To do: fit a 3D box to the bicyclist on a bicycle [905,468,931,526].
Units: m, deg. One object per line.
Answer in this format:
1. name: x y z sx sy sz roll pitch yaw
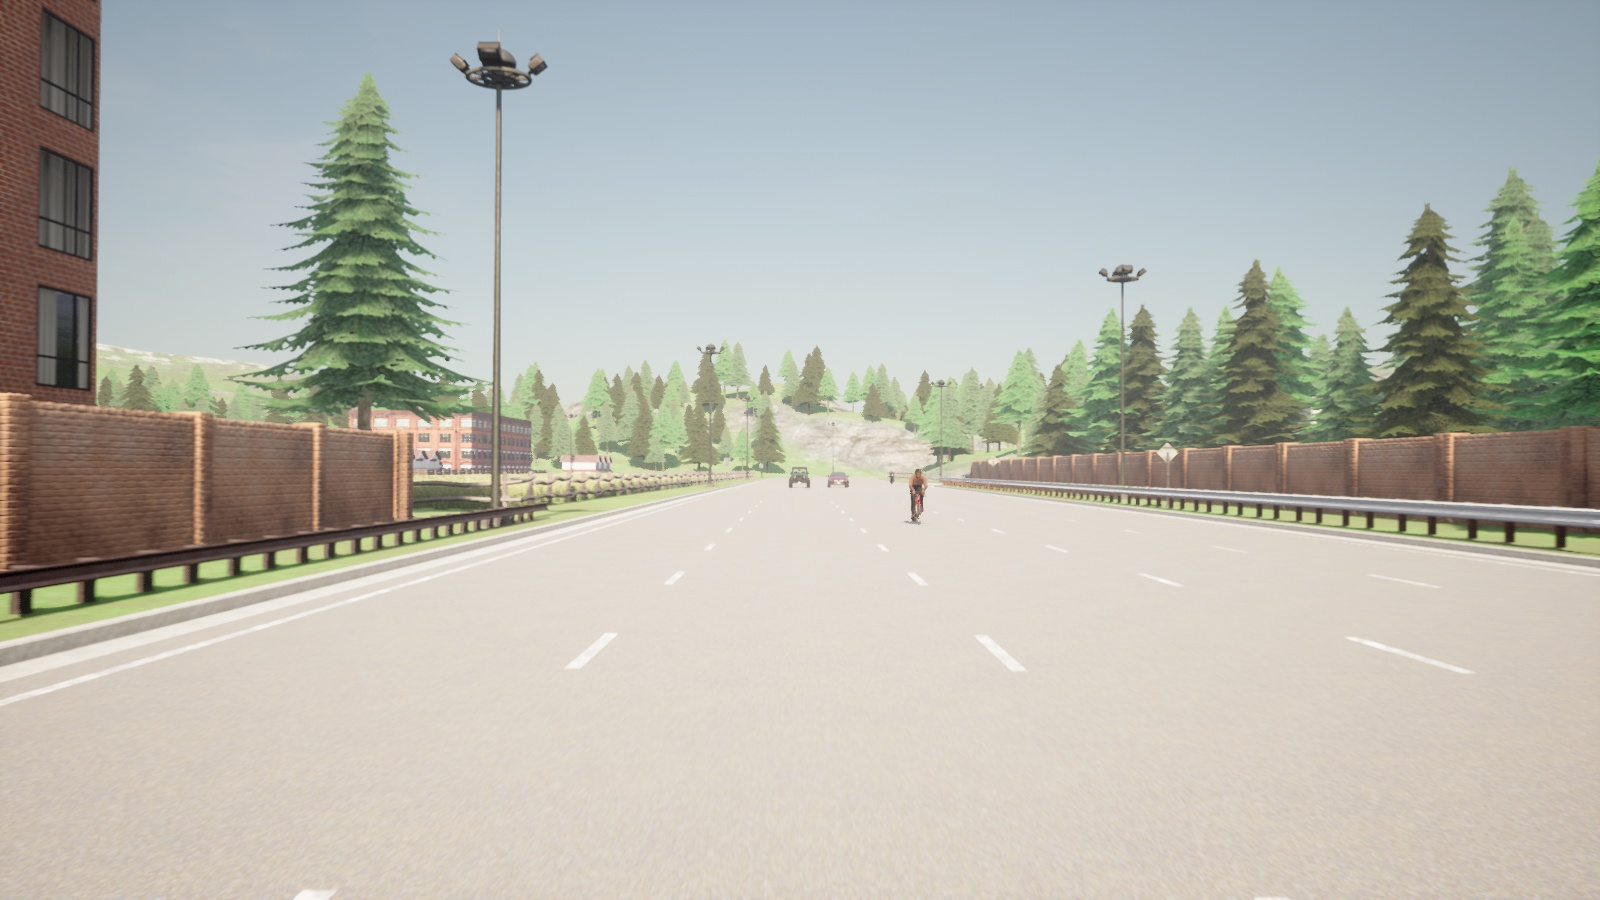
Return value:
1. bicyclist on a bicycle: 3.412 1.340 36.354 0.582 1.620 1.656 0 -1 0
